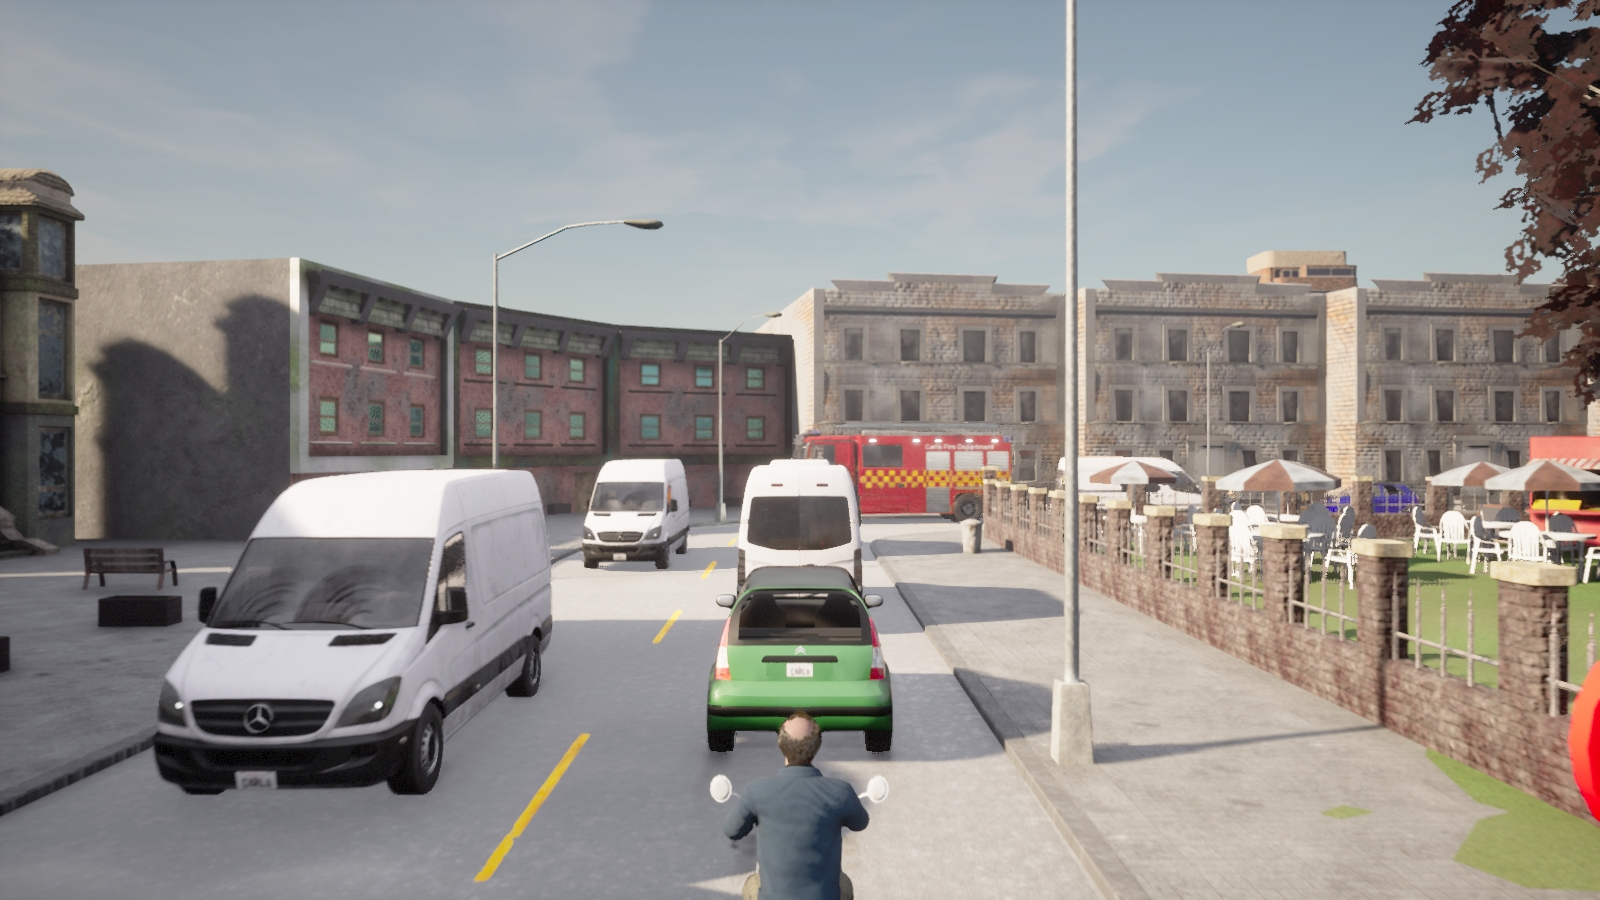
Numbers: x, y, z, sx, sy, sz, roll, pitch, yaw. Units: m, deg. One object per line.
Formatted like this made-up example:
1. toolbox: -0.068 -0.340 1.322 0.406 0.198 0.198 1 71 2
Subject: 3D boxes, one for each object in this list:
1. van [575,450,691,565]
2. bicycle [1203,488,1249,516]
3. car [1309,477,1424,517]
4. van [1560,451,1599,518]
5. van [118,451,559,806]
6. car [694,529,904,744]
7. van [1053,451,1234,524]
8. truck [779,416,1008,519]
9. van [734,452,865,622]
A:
1. van: -4.067 1.314 28.921 1.988 2.561 5.915 0 0 1
2. bicycle: 16.745 2.038 44.913 1.487 1.080 0.859 0 0 0
3. car: 22.218 1.820 44.898 3.633 1.501 1.845 0 0 0
4. van: 33.514 1.317 44.921 5.915 2.561 1.988 0 0 0
5. van: -4.013 1.313 11.352 1.988 2.561 5.915 0 0 0
6. car: -0.006 1.780 12.068 1.851 1.617 3.988 0 0 0
7. van: 12.259 1.316 41.070 5.915 2.561 1.988 0 0 -1
8. truck: 3.565 0.674 44.593 8.468 3.827 2.891 0 0 -8
9. van: -0.010 1.316 20.197 1.988 2.561 5.915 0 0 0
